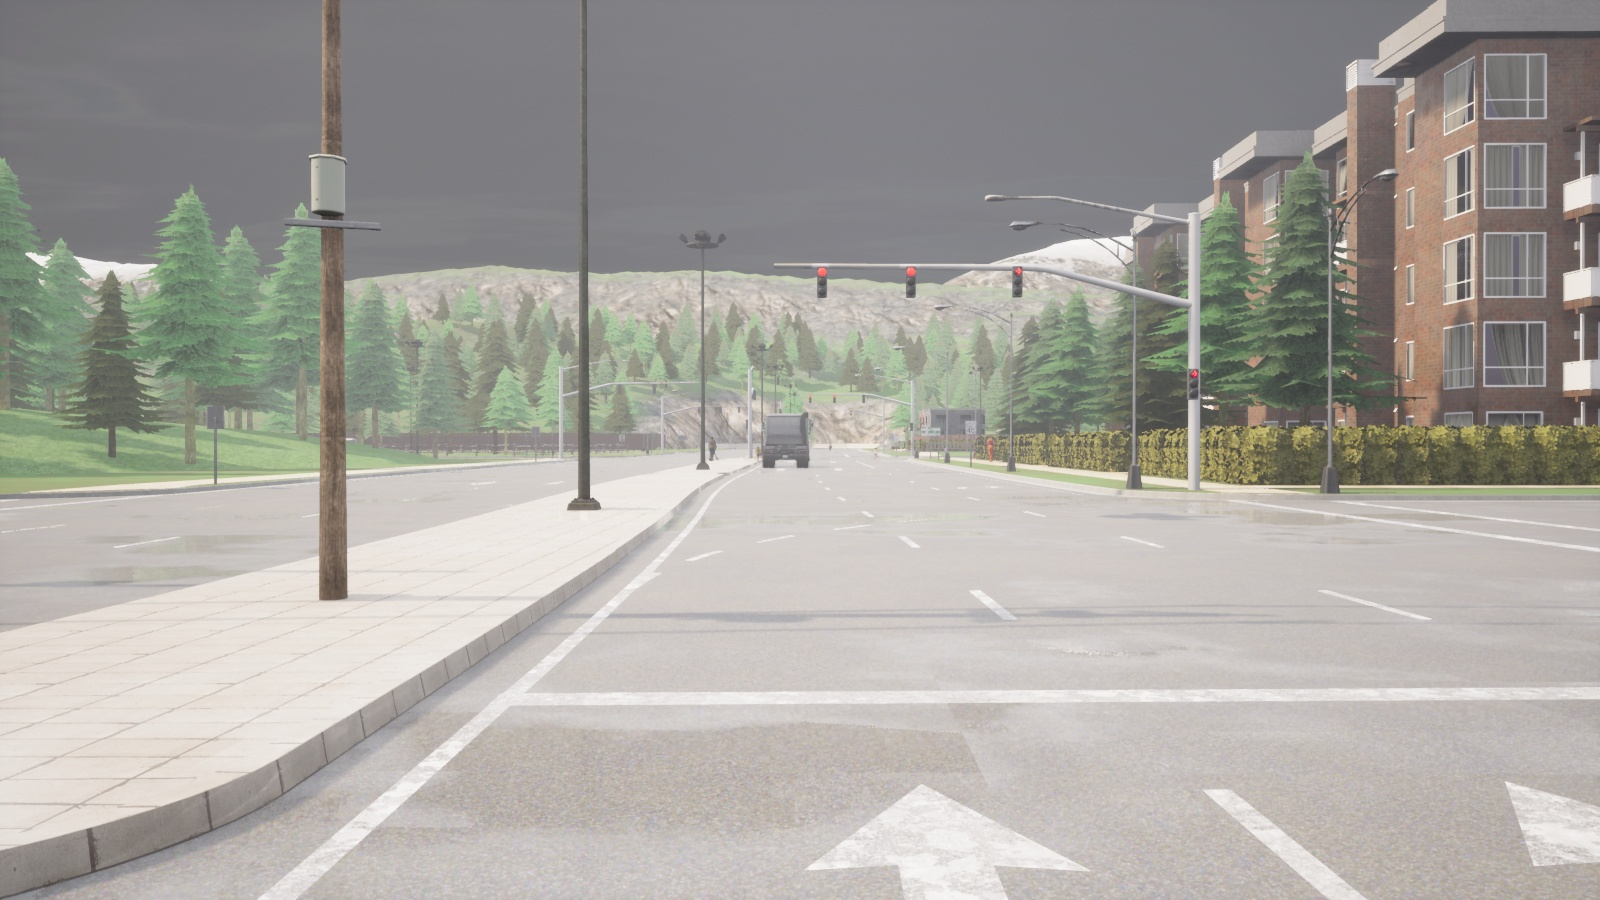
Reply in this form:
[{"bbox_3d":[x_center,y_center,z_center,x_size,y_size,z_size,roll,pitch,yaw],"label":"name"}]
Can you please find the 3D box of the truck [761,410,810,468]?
[{"bbox_3d":[-0.838,-0.677,78.090,2.891,3.462,7.936,0,0,0],"label":"truck"}]
